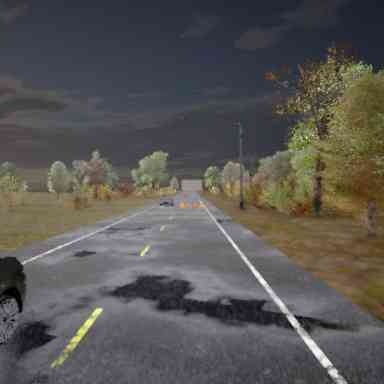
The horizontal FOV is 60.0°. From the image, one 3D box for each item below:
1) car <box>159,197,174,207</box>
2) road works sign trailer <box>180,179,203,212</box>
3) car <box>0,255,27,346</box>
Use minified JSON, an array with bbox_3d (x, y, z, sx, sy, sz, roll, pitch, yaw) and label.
[{"bbox_3d":[-3.577,1.363,47.465,1.994,1.385,4.181,0,0,0],"label":"car"},{"bbox_3d":[-0.005,0.316,36.492,2.380,3.560,2.880,0,0,0],"label":"road works sign trailer"},{"bbox_3d":[-3.601,1.478,3.471,2.128,1.511,4.902,0,0,0],"label":"car"}]
